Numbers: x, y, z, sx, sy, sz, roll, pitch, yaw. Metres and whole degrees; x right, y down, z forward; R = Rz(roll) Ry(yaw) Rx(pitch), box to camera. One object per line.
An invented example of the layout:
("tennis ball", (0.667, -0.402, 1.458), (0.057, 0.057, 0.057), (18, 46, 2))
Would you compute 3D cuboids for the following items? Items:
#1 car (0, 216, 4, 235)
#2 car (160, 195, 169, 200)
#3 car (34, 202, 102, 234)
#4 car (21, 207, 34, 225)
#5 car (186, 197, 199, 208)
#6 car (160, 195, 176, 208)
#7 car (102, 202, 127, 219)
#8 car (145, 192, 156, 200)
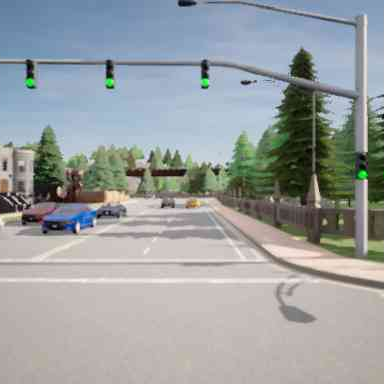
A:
("car", (-10.599, 1.541, 15.371), (1.812, 1.442, 4.674), (0, 0, 0))
("car", (-7.017, 1.413, 84.477), (1.994, 1.385, 4.181), (0, 0, 0))
("car", (-7.099, 1.497, 19.704), (1.882, 1.535, 5.008), (0, 0, 0))
("car", (-10.592, 1.502, 24.423), (1.882, 1.535, 5.008), (0, 0, 0))
("car", (0.091, 1.524, 48.534), (1.882, 1.535, 5.008), (0, 0, 0))
("car", (-3.411, 1.539, 48.099), (2.128, 1.511, 4.902), (0, 0, 0))
("car", (-7.072, 1.593, 29.692), (1.994, 1.385, 4.181), (0, 0, 0))
("car", (-10.517, 1.086, 84.447), (2.150, 2.045, 5.566), (0, 0, 0))
